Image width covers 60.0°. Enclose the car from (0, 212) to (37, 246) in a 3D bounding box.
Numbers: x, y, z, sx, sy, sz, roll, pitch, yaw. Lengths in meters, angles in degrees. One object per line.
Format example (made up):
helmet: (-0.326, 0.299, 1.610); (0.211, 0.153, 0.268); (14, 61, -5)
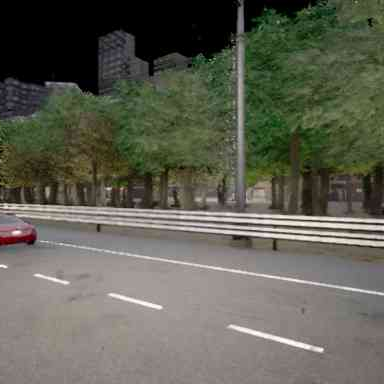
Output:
car: (-8.512, 1.572, 14.236); (4.181, 1.385, 1.994); (0, 0, 36)
